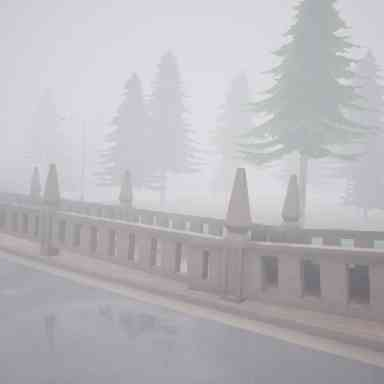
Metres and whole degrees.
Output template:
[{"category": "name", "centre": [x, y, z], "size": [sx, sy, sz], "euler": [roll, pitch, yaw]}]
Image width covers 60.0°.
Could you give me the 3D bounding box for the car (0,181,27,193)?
[{"category": "car", "centre": [-21.266, -0.476, 37.418], "size": [1.882, 1.535, 5.008], "euler": [4, 3, 37]}]
